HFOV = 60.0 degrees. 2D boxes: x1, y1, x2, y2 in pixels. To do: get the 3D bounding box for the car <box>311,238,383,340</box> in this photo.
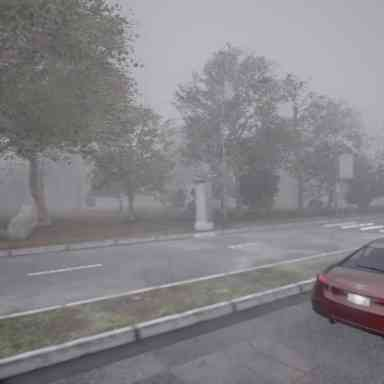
[{"bbox_3d":[4.076,1.542,6.043,4.181,1.385,1.994,0,0,-36],"label":"car"}]
